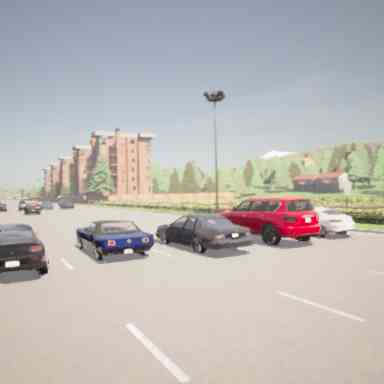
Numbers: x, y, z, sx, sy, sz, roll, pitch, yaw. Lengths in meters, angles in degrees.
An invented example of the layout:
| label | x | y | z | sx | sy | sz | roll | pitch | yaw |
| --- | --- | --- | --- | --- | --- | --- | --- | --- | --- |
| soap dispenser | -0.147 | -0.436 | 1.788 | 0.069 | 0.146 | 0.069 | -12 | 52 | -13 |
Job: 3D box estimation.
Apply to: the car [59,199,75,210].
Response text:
| label | x | y | z | sx | sy | sz | roll | pitch | yaw |
| --- | --- | --- | --- | --- | --- | --- | --- | --- | --- |
| car | -23.033 | 2.470 | 61.440 | 2.033 | 1.411 | 5.357 | -1 | 0 | -30 |

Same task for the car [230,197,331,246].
| label | x | y | z | sx | sy | sz | roll | pitch | yaw |
| --- | --- | --- | --- | --- | --- | --- | --- | --- | --- |
| car | 3.368 | 1.260 | 15.751 | 2.150 | 2.045 | 5.566 | -1 | 0 | -30 |

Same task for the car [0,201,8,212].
| label | x | y | z | sx | sy | sz | roll | pitch | yaw |
| --- | --- | --- | --- | --- | --- | --- | --- | --- | --- |
| car | -31.771 | 2.618 | 55.582 | 2.033 | 1.411 | 5.357 | -1 | 0 | -30 |

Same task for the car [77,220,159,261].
| label | x | y | z | sx | sy | sz | roll | pitch | yaw |
| --- | --- | --- | --- | --- | --- | --- | --- | --- | --- |
| car | -3.273 | 1.764 | 13.271 | 1.895 | 1.301 | 4.718 | -1 | 0 | -30 |

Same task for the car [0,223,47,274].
| label | x | y | z | sx | sy | sz | roll | pitch | yaw |
| --- | --- | --- | --- | --- | --- | --- | --- | --- | --- |
| car | -5.778 | 1.724 | 10.585 | 1.812 | 1.442 | 4.674 | -1 | 0 | -30 |

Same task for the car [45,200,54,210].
| label | x | y | z | sx | sy | sz | roll | pitch | yaw |
| --- | --- | --- | --- | --- | --- | --- | --- | --- | --- |
| car | -26.034 | 2.523 | 59.640 | 2.033 | 1.411 | 5.357 | -1 | 0 | -30 |

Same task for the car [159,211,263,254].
| label | x | y | z | sx | sy | sz | roll | pitch | yaw |
| --- | --- | --- | --- | --- | --- | --- | --- | --- | --- |
| car | 0.304 | 1.639 | 14.068 | 2.033 | 1.411 | 5.357 | -1 | 0 | -30 |

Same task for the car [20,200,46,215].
| label | x | y | z | sx | sy | sz | roll | pitch | yaw |
| --- | --- | --- | --- | --- | --- | --- | --- | --- | --- |
| car | -21.714 | 2.274 | 45.330 | 2.128 | 1.511 | 4.902 | -1 | 0 | -30 |

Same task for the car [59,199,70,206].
| label | x | y | z | sx | sy | sz | roll | pitch | yaw |
| --- | --- | --- | --- | --- | --- | --- | --- | --- | --- |
| car | -32.430 | 2.640 | 84.508 | 2.097 | 1.767 | 4.553 | -1 | 0 | -30 |

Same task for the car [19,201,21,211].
| label | x | y | z | sx | sy | sz | roll | pitch | yaw |
| --- | --- | --- | --- | --- | --- | --- | --- | --- | --- |
| car | -29.079 | 2.630 | 57.916 | 1.895 | 1.301 | 4.718 | -1 | 0 | -30 |

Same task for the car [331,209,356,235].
| label | x | y | z | sx | sy | sz | roll | pitch | yaw |
| --- | --- | --- | --- | --- | --- | --- | --- | --- | --- |
| car | 6.286 | 1.513 | 17.689 | 1.812 | 1.442 | 4.674 | -1 | 0 | -30 |
